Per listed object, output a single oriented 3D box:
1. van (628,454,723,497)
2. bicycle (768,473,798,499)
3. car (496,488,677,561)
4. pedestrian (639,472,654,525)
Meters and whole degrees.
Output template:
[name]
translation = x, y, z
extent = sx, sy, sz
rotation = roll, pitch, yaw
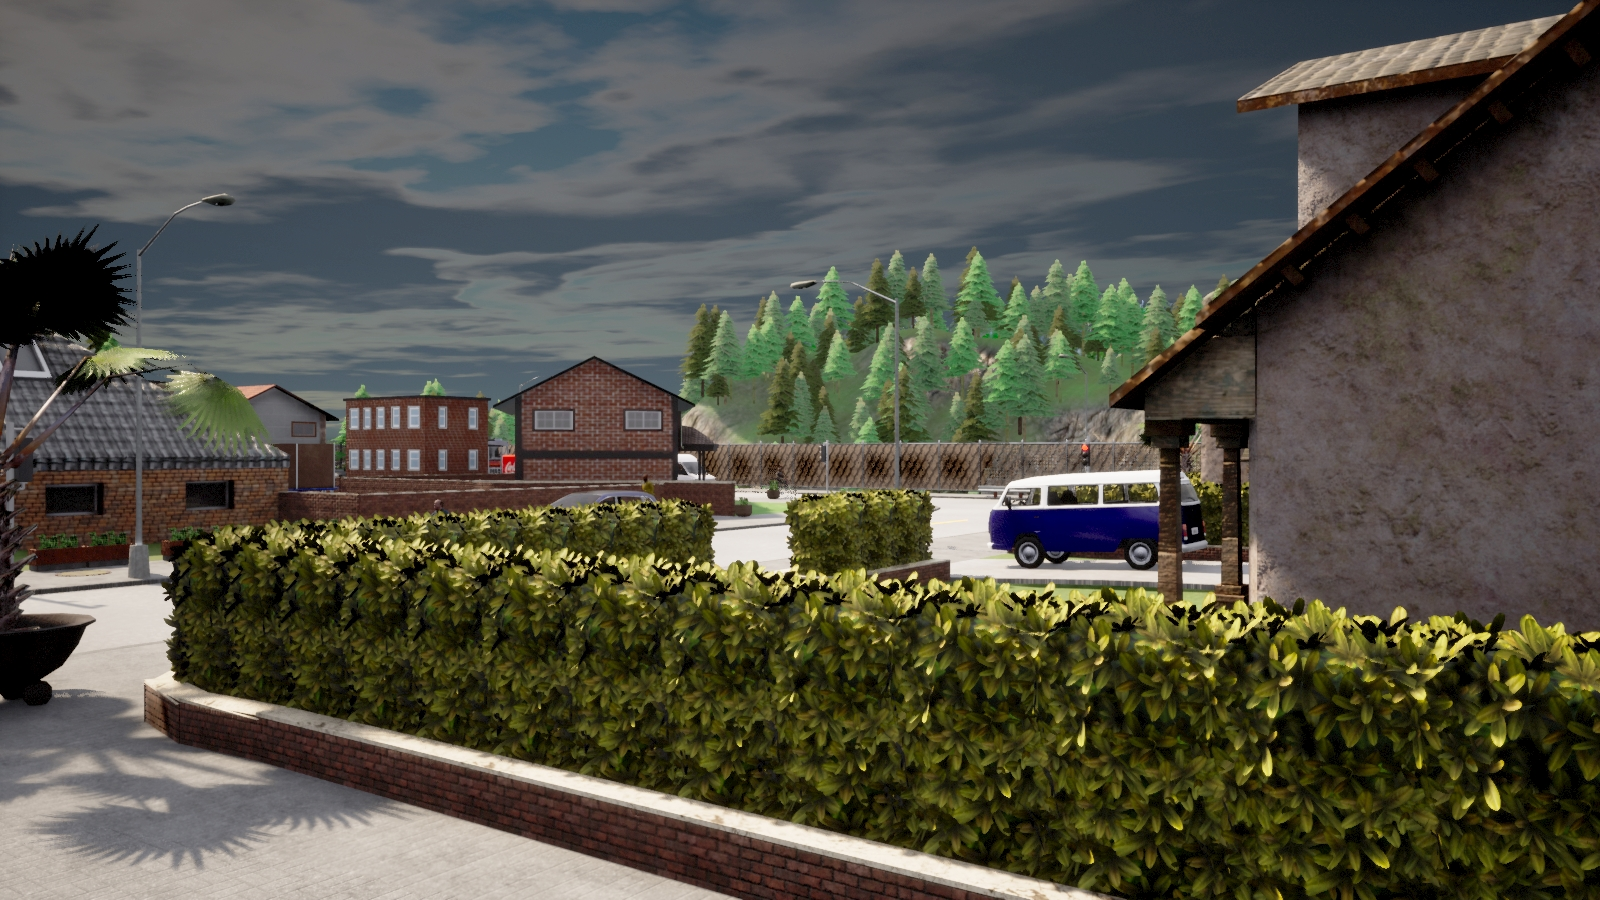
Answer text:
[van]
translation = -7.691, 1.517, 70.249
extent = 5.915, 2.561, 1.988
rotation = 0, 0, 35
[bicycle]
translation = -0.973, 2.045, 65.557
extent = 1.835, 1.471, 0.329
rotation = 0, 0, 35
[car]
translation = -5.756, 1.958, 31.296
extent = 2.242, 1.667, 4.611
rotation = 0, 0, 35
[pedestrian]
translation = -5.458, 1.732, 40.692
extent = 0.375, 1.860, 0.375
rotation = 0, 0, 40
